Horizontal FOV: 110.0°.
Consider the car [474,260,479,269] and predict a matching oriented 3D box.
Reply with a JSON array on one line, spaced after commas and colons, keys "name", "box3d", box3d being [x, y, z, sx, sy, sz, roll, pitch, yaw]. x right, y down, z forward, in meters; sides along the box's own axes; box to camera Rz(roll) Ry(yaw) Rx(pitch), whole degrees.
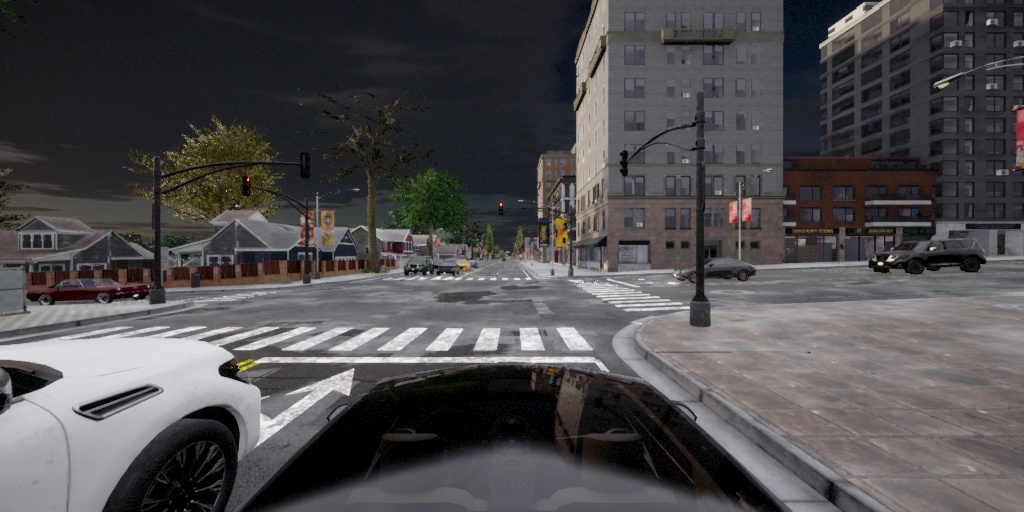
[{"name": "car", "box3d": [-6.651, 1.338, 58.695, 1.812, 1.442, 4.674, 0, 0, 1]}]

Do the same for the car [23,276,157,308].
[{"name": "car", "box3d": [-21.644, 1.806, 18.537, 4.718, 1.301, 1.895, -2, 0, 0]}]

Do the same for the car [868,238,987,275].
[{"name": "car", "box3d": [25.295, 0.016, 21.945, 5.566, 2.045, 2.150, -2, 0, 0]}]

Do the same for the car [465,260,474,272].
[{"name": "car", "box3d": [-6.651, 1.261, 47.697, 1.882, 1.535, 5.008, 0, 0, 0]}]

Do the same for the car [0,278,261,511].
[{"name": "car", "box3d": [-3.145, 0.972, 0.564, 2.150, 2.045, 5.566, 0, 0, 0]}]

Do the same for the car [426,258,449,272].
[{"name": "car", "box3d": [-9.899, 1.136, 48.070, 2.097, 1.767, 4.553, 0, 0, 0]}]

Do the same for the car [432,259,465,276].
[{"name": "car", "box3d": [-6.640, 1.315, 37.906, 2.033, 1.411, 5.357, 0, 0, 0]}]

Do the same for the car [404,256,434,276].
[{"name": "car", "box3d": [-9.887, 0.990, 38.598, 2.150, 2.045, 5.566, 0, 0, 0]}]

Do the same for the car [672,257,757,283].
[{"name": "car", "box3d": [12.284, 0.818, 21.894, 4.674, 1.442, 1.812, -2, 0, 1]}]
